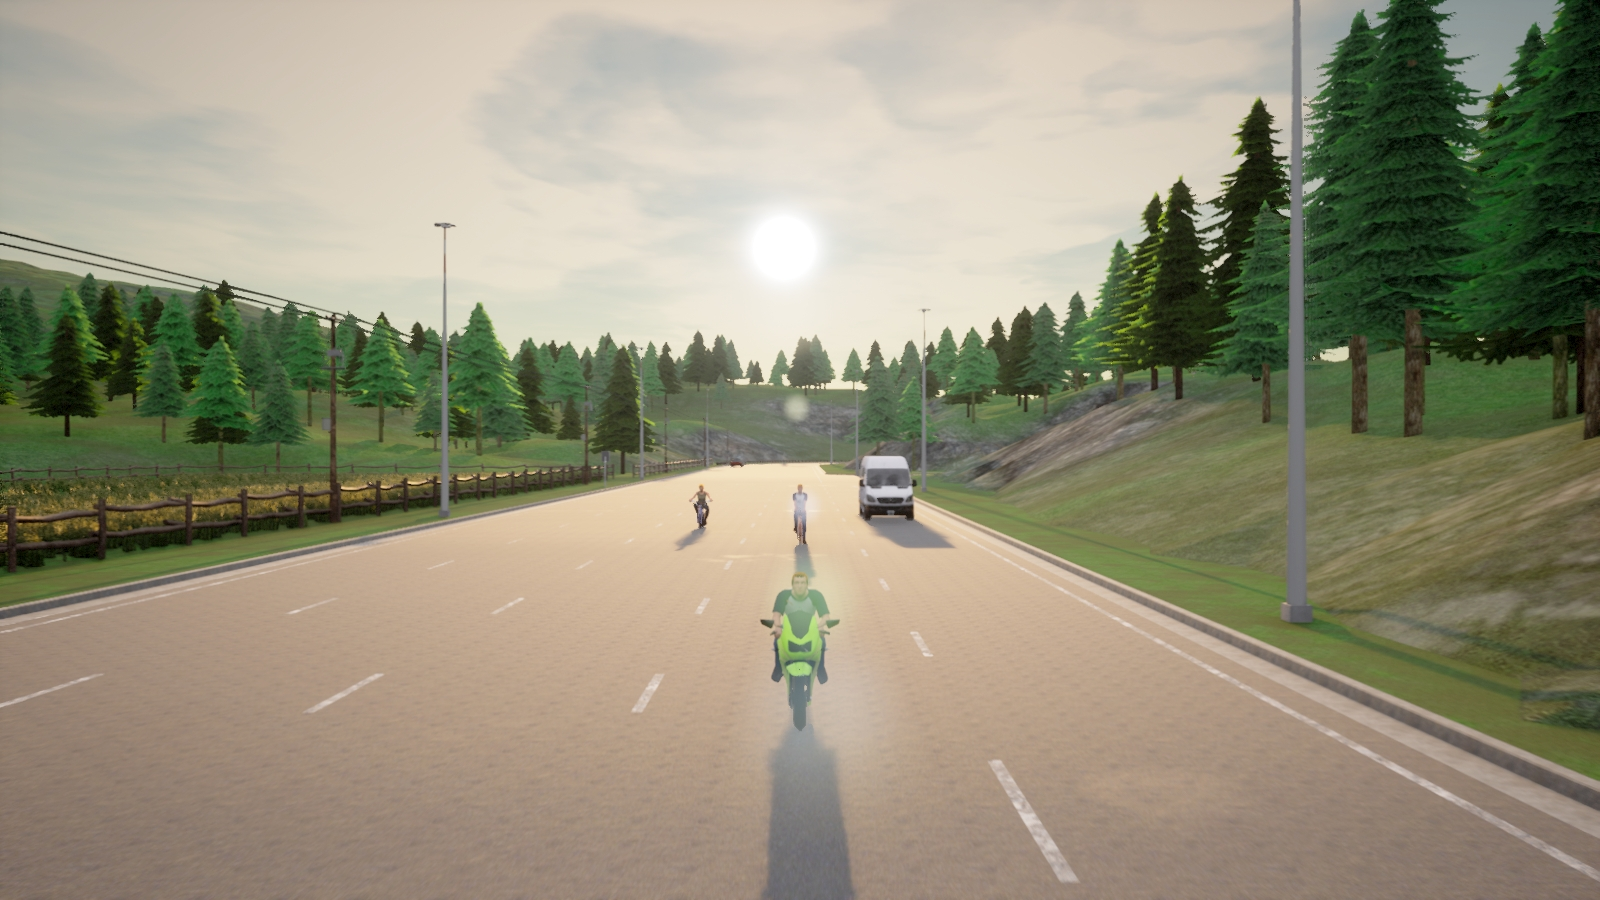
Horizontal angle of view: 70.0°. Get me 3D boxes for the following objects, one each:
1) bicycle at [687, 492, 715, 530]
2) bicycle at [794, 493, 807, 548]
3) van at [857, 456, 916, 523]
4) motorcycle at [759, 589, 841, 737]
[{"bbox_3d":[-3.495,2.155,40.484,0.859,1.277,1.487,0,0,0],"label":"bicycle"},{"bbox_3d":[0.005,2.053,33.389,0.373,1.496,1.643,0,0,0],"label":"bicycle"},{"bbox_3d":[3.506,1.531,47.078,1.988,2.561,5.915,0,0,0],"label":"van"},{"bbox_3d":[0.001,2.186,12.106,0.803,1.199,2.033,0,0,0],"label":"motorcycle"}]
